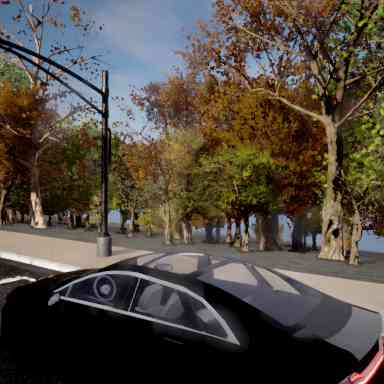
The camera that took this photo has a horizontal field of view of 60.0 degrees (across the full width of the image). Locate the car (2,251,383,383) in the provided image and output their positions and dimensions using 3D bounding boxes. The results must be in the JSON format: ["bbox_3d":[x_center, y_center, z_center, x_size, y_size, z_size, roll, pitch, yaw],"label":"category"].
[{"bbox_3d":[-0.408,1.491,3.985,4.902,1.511,2.128,0,0,36],"label":"car"}]
